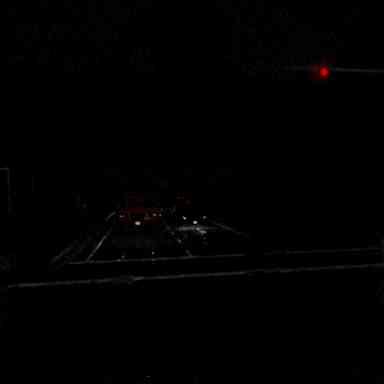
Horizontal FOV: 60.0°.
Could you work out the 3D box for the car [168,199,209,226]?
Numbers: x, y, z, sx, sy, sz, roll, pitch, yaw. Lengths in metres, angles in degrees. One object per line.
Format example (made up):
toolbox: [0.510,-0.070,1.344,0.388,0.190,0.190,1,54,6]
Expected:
car: [-0.215,1.500,23.347,2.033,1.411,5.357,-1,0,-9]

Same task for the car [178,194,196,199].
car: [-0.284,1.418,47.184,2.033,1.411,5.357,-1,0,-8]

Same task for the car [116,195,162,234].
car: [-3.207,1.245,19.814,2.150,2.045,5.566,-1,0,-9]

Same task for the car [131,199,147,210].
car: [-6.945,1.615,43.812,1.895,1.301,4.718,-1,0,-9]

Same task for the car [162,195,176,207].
car: [-3.655,1.469,45.454,1.812,1.442,4.674,-1,0,-9]

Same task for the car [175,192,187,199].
car: [-1.947,1.090,57.426,2.150,2.045,5.566,-1,0,-9]
